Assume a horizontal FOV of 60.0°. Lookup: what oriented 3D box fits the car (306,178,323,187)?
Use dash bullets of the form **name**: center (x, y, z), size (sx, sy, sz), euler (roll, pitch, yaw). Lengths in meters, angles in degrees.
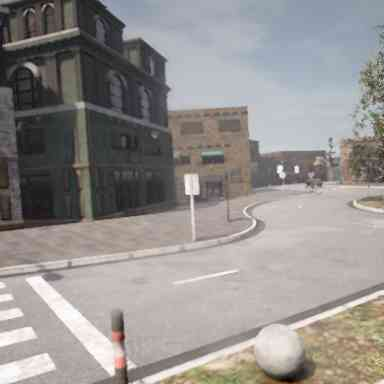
- **car**: center (21.404, -1.624, 58.391), size (2.128, 1.511, 4.902), euler (-3, 1, 5)
